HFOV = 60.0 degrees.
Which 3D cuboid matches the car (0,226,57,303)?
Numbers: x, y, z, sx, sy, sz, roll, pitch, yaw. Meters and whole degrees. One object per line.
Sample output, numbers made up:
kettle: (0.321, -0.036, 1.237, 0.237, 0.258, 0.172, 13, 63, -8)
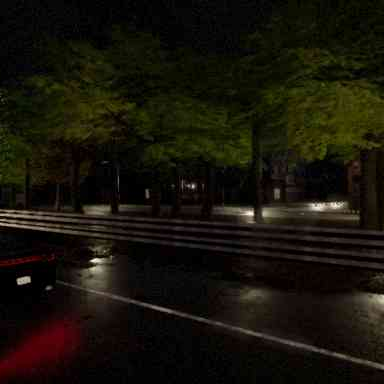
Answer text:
car: (-5.174, 1.518, 7.685, 5.008, 1.535, 1.882, 0, 0, 35)
